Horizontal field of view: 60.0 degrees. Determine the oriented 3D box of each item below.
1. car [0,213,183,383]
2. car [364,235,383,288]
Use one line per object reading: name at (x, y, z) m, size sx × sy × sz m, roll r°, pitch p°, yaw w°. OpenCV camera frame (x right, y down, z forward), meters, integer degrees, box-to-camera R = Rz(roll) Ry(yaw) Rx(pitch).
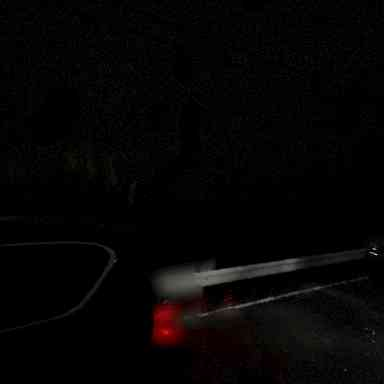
car at (-2.689, 1.223, 2.027) m, size 5.566 × 2.045 × 2.150 m, roll 0°, pitch 0°, yaw -35°
car at (6.782, 1.423, 8.563) m, size 5.566 × 2.045 × 2.150 m, roll 2°, pitch -1°, yaw -34°
